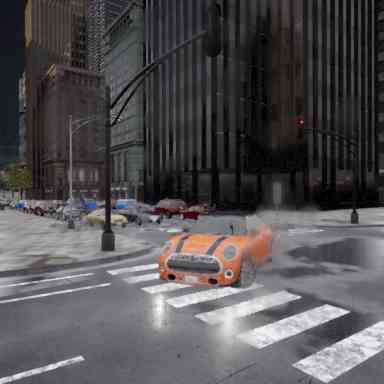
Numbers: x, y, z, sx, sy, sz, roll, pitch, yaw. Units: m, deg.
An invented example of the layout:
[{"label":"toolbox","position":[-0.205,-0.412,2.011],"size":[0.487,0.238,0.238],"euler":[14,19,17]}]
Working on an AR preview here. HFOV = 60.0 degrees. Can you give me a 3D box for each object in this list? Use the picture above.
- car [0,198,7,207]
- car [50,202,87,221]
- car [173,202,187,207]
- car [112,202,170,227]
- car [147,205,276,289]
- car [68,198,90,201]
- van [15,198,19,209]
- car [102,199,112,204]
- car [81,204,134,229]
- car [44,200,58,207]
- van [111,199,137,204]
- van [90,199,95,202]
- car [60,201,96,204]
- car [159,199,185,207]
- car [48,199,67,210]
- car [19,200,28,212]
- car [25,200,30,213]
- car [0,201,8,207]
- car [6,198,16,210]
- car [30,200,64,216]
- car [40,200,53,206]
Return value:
[{"label":"car","position":[-41.279,2.666,73.667],"size":[1.887,1.381,4.507],"euler":[-1,0,-35]},{"label":"car","position":[-12.040,2.003,32.477],"size":[2.008,1.369,4.403],"euler":[-1,0,-35]},{"label":"car","position":[0.576,1.828,29.437],"size":[1.887,1.381,4.507],"euler":[-1,0,-35]},{"label":"car","position":[-4.118,1.798,25.932],"size":[2.128,1.511,4.902],"euler":[0,-1,-35]},{"label":"car","position":[0.929,1.355,9.403],"size":[2.097,1.767,4.553],"euler":[-1,-1,25]},{"label":"car","position":[-17.904,1.897,50.879],"size":[2.150,2.045,5.566],"euler":[0,-1,-35]},{"label":"van","position":[-26.185,2.122,52.398],"size":[1.690,1.788,3.998],"euler":[-1,0,-35]},{"label":"car","position":[-11.189,1.874,46.043],"size":[2.192,1.841,5.009],"euler":[-1,0,-35]},{"label":"car","position":[-6.286,1.843,24.371],"size":[1.752,1.417,4.829],"euler":[-1,0,-35]},{"label":"car","position":[-31.720,2.594,74.930],"size":[1.947,1.339,4.313],"euler":[-1,0,-35]},{"label":"van","position":[-8.249,1.831,41.892],"size":[1.690,1.788,3.998],"euler":[-1,0,-35]},{"label":"van","position":[-17.068,2.036,54.346],"size":[1.690,1.788,3.998],"euler":[-1,0,-35]},{"label":"car","position":[-13.620,2.077,39.322],"size":[2.033,1.411,5.357],"euler":[0,-1,-36]},{"label":"car","position":[-2.369,1.667,33.589],"size":[2.192,1.841,5.009],"euler":[-1,0,-35]},{"label":"car","position":[-24.062,2.169,59.563],"size":[2.097,1.767,4.553],"euler":[0,-1,-35]},{"label":"car","position":[-23.355,2.156,48.413],"size":[1.967,1.590,4.097],"euler":[-1,0,-35]},{"label":"car","position":[-20.525,2.195,44.430],"size":[1.887,1.381,4.507],"euler":[-1,0,-35]},{"label":"car","position":[-44.391,2.770,78.051],"size":[1.802,1.307,4.206],"euler":[-1,0,-35]},{"label":"car","position":[-31.943,2.353,60.511],"size":[1.967,1.590,4.097],"euler":[-1,0,-35]},{"label":"car","position":[-17.702,1.900,40.446],"size":[2.192,1.841,5.009],"euler":[-1,0,-35]},{"label":"car","position":[-34.732,2.659,79.173],"size":[1.947,1.339,4.313],"euler":[-1,0,-35]}]
